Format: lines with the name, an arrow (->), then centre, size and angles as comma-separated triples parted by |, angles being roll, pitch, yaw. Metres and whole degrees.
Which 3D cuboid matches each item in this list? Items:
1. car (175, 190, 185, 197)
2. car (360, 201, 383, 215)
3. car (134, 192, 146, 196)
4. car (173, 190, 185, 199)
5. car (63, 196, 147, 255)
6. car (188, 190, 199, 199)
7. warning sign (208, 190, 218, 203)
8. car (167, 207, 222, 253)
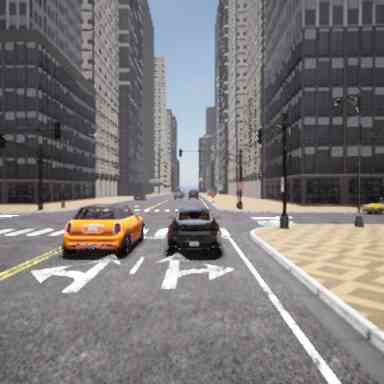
car -> -2.883, 0.383, 81.441 | 2.097, 1.767, 4.553 | 0, 0, 0
car -> 17.218, 1.206, 28.800 | 4.829, 1.417, 1.752 | 0, 1, 2
car -> -9.509, 0.864, 60.934 | 1.837, 1.490, 4.892 | 0, 1, 1
car -> -2.930, 0.794, 71.056 | 2.128, 1.511, 4.902 | 0, 0, 0
car -> -3.151, 1.198, 12.768 | 2.097, 1.767, 4.553 | 0, 1, 1
car -> 0.322, 0.492, 71.486 | 2.150, 2.045, 5.566 | 0, 0, 0
warning sign -> 3.073, 0.587, 48.843 | 1.300, 1.860, 1.060 | 0, 1, 0
car -> 0.100, 1.351, 12.850 | 1.837, 1.490, 4.892 | 0, 1, 1
